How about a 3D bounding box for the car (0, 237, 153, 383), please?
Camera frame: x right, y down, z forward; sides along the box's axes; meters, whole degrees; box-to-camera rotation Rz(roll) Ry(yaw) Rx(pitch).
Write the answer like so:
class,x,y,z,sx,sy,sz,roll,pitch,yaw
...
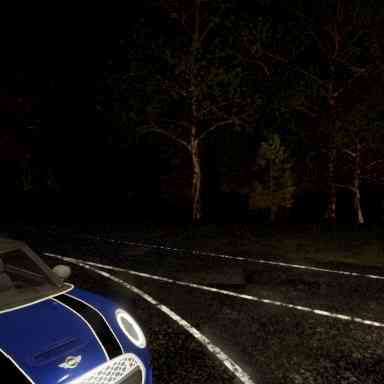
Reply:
class,x,y,z,sx,sy,sz,roll,pitch,yaw
car,-2.596,1.338,3.735,4.553,1.767,2.097,1,0,35
